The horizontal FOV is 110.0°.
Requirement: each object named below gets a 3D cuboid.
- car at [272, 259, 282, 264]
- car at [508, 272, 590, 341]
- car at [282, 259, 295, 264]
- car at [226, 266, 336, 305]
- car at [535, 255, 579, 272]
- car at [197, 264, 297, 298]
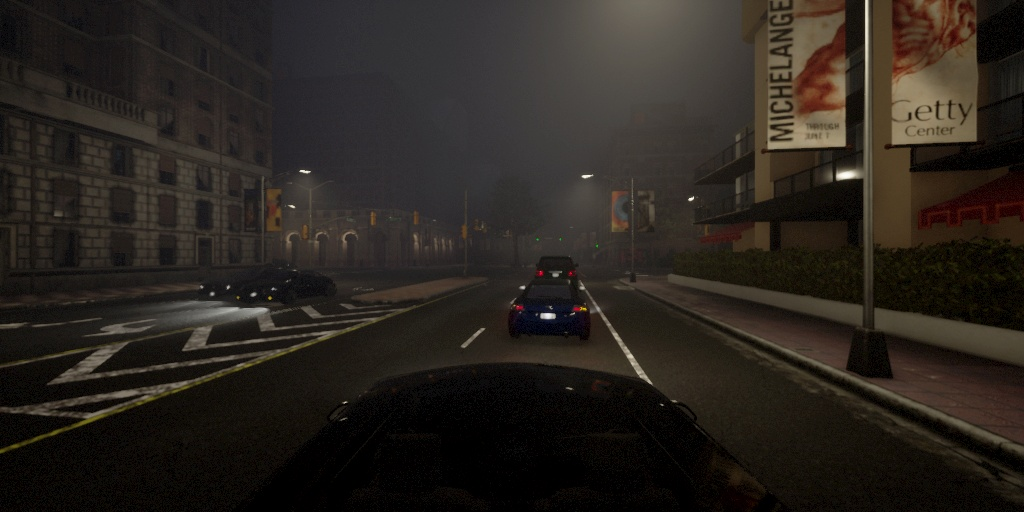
[{"bbox_3d":[-31.922,1.281,44.631,4.892,1.490,1.837,0,0,8],"label":"car"},{"bbox_3d":[1.106,1.321,10.043,1.994,1.385,4.181,0,0,9],"label":"car"},{"bbox_3d":[-31.248,1.131,48.077,4.553,1.767,2.097,0,0,8],"label":"car"},{"bbox_3d":[-9.848,1.322,16.025,1.994,1.385,4.181,0,0,8],"label":"car"},{"bbox_3d":[2.444,0.988,19.614,2.150,2.045,5.566,0,0,8],"label":"car"},{"bbox_3d":[-13.000,1.308,18.639,2.033,1.411,5.357,0,0,8],"label":"car"}]
